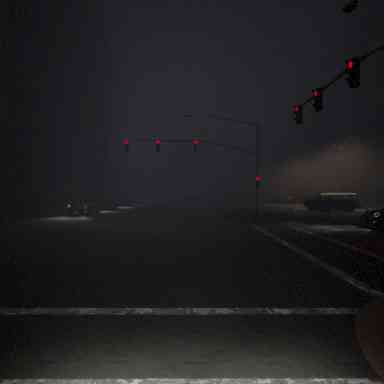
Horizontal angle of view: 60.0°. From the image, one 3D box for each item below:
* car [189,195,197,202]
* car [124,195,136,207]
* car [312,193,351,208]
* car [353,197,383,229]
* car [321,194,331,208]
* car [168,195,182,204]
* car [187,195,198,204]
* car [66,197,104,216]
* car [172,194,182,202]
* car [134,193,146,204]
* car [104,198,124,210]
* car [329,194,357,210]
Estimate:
[{"bbox_3d":[0.206,1.362,73.820,1.837,1.490,4.892,0,0,0],"label":"car"},{"bbox_3d":[-10.530,1.564,52.285,1.994,1.385,4.181,0,0,1],"label":"car"},{"bbox_3d":[21.834,1.209,52.178,4.605,1.855,1.932,0,0,1],"label":"car"},{"bbox_3d":[13.263,1.407,21.255,4.553,1.767,2.097,0,0,1],"label":"car"},{"bbox_3d":[21.847,1.419,49.494,3.905,1.438,1.784,0,0,1],"label":"car"},{"bbox_3d":[-3.283,1.562,61.338,1.994,1.385,4.181,0,0,0],"label":"car"},{"bbox_3d":[0.133,1.352,63.691,2.097,1.767,4.553,0,0,0],"label":"car"},{"bbox_3d":[-10.673,1.352,32.854,2.097,1.767,4.553,0,0,0],"label":"car"},{"bbox_3d":[-3.289,1.355,74.479,2.097,1.767,4.553,0,0,0],"label":"car"},{"bbox_3d":[-10.388,1.219,65.415,2.150,2.045,5.566,0,0,1],"label":"car"},{"bbox_3d":[-10.609,1.547,42.353,2.033,1.411,5.357,0,0,0],"label":"car"},{"bbox_3d":[21.805,1.451,46.599,3.806,1.475,1.970,0,0,1],"label":"car"}]
